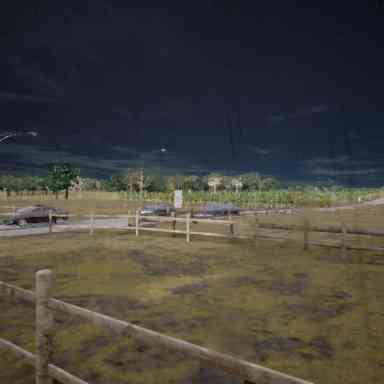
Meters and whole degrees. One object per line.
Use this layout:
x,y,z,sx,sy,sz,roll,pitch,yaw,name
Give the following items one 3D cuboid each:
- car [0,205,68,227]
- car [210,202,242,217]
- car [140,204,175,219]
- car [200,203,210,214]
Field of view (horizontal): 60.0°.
-11.801,1.774,25.142,1.837,1.490,4.892,1,-1,35,car
4.783,2.241,43.540,2.097,1.767,4.553,1,-1,35,car
-3.849,2.069,36.417,2.128,1.511,4.902,1,-1,35,car
3.098,2.227,46.211,2.097,1.767,4.553,1,-1,36,car
